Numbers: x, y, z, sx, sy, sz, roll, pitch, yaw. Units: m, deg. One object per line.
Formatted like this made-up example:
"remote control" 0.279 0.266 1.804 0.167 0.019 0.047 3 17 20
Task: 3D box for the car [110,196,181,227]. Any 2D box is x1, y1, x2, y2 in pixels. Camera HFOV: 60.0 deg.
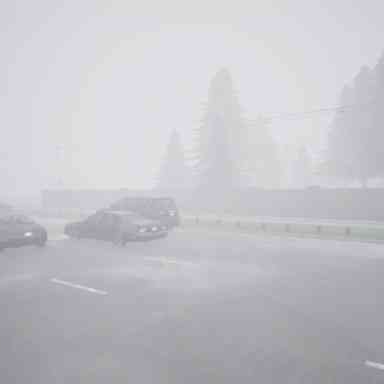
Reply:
"car" -3.234 1.256 19.191 5.566 2.045 2.150 0 0 36

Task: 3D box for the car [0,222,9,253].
"car" -7.597 1.574 9.406 5.357 1.411 2.033 0 0 36

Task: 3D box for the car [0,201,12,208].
"car" -17.800 1.578 29.583 4.892 1.490 1.837 0 0 36

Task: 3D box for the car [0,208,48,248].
"car" -7.919 1.597 13.933 4.181 1.385 1.994 0 0 36

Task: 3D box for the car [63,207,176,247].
"car" -3.586 1.574 15.143 5.357 1.411 2.033 0 0 36
